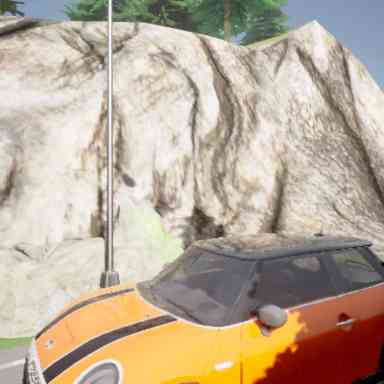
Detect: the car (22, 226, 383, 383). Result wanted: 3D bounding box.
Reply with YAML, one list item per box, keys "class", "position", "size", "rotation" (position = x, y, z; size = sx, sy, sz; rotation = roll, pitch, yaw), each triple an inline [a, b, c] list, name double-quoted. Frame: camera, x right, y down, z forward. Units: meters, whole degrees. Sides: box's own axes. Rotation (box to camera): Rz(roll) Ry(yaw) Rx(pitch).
- class: "car"
  position: [0.555, 1.352, 3.876]
  size: [4.553, 1.767, 2.097]
  rotation: [0, 0, -30]
